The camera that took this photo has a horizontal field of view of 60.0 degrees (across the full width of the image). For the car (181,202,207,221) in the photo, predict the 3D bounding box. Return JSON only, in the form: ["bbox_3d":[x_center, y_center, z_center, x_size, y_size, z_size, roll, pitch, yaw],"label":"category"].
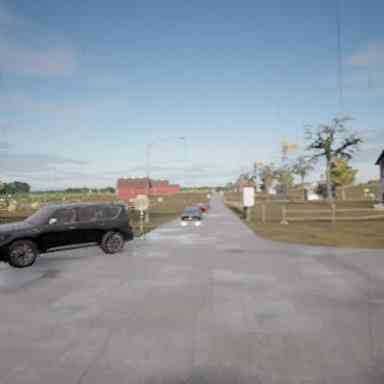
[{"bbox_3d":[0.047,2.016,32.495,2.033,1.411,5.357,-1,-1,5],"label":"car"}]

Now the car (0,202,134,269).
[{"bbox_3d":[-4.883,1.463,12.725,5.566,2.045,2.150,-1,0,-43],"label":"car"}]

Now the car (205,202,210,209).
[{"bbox_3d":[1.208,2.348,47.255,1.895,1.301,4.718,-1,-1,5],"label":"car"}]
